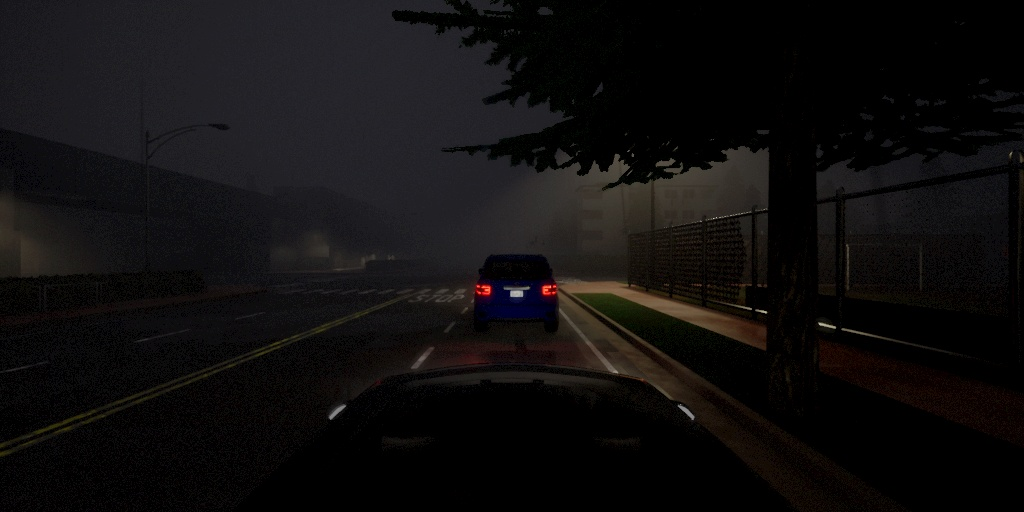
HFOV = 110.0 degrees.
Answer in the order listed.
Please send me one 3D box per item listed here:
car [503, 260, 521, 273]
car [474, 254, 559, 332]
[{"bbox_3d":[0.024,1.230,45.553,2.128,1.511,4.902,0,0,0],"label":"car"},{"bbox_3d":[0.115,0.969,10.977,2.150,2.045,5.566,0,0,0],"label":"car"}]
